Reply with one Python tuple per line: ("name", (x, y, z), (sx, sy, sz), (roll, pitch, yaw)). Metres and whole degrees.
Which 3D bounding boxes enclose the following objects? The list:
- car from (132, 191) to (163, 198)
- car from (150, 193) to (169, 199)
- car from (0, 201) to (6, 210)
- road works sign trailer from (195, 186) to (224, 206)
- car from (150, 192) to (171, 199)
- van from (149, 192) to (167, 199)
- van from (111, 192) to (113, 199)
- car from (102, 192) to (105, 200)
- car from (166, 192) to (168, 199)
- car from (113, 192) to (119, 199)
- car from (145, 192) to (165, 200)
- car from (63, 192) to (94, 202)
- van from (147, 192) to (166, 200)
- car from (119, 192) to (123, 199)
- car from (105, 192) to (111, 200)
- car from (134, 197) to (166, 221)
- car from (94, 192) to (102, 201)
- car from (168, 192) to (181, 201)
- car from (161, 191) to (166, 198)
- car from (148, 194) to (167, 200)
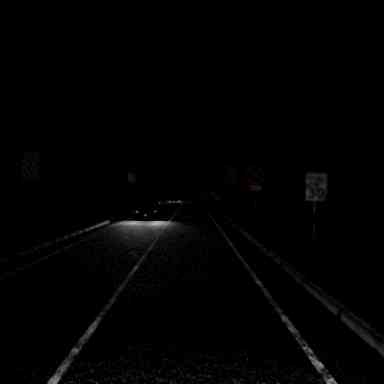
("car", (-8.842, 1.108, 65.899), (4.892, 1.521, 2.231), (0, 0, 0))
("car", (-8.851, 1.171, 91.124), (5.008, 1.535, 2.097), (0, 0, 0))
("car", (-21.948, 1.298, 34.659), (4.674, 1.452, 2.002), (0, 0, 0))
("road works sign trailer", (2.366, 0.813, 45.293), (3.560, 2.880, 2.380), (-5, 45, -44))
("car", (-8.888, 0.931, 93.929), (5.566, 2.045, 2.435), (0, 0, 0))
("van", (-8.969, 0.933, 88.321), (4.442, 1.987, 1.878), (0, 0, 0))
("van", (-22.041, 0.896, 79.848), (4.442, 1.987, 1.878), (0, 0, 0))
("car", (-21.927, 1.143, 71.499), (4.674, 1.452, 2.002), (0, 0, 0))
("car", (-8.873, 0.863, 77.110), (5.566, 2.045, 2.435), (0, 0, 0))
("car", (-21.927, 1.186, 85.419), (4.674, 1.452, 2.002), (0, 0, 0))
("car", (-8.814, 0.997, 79.910), (4.553, 1.767, 2.185), (0, 0, 0))
("car", (-21.924, 1.111, 63.143), (5.008, 1.535, 2.097), (0, 0, 0))
("van", (-8.731, 0.909, 82.715), (4.442, 1.987, 1.878), (0, 0, 0))
("car", (-21.747, 1.155, 88.205), (5.366, 1.575, 1.946), (0, 0, 0))
("car", (-21.893, 0.988, 77.067), (4.553, 1.767, 2.185), (0, 0, 0))
("car", (-3.338, 1.380, 26.161), (1.812, 1.442, 4.674), (0, 0, 0))
("car", (-21.931, 1.102, 68.712), (5.008, 1.535, 2.097), (0, 0, 0))
("car", (-3.255, 0.981, 67.486), (2.097, 1.767, 4.553), (0, 0, 0))
("car", (-8.875, 0.852, 68.700), (5.566, 2.045, 2.435), (0, 0, 0))
("car", (-8.844, 1.148, 85.518), (4.892, 1.521, 2.231), (0, 0, 0))
